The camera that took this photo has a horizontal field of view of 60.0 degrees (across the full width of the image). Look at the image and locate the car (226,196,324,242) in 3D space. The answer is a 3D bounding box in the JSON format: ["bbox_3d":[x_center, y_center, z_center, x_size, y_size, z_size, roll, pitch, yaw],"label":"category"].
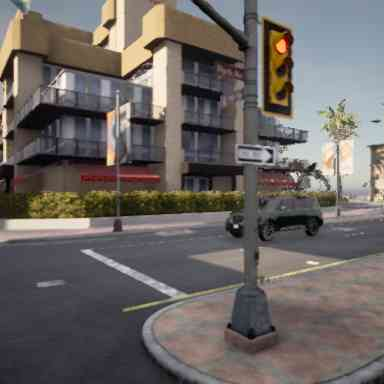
[{"bbox_3d":[4.270,1.213,16.669,5.566,2.045,2.150,0,0,-35],"label":"car"}]
